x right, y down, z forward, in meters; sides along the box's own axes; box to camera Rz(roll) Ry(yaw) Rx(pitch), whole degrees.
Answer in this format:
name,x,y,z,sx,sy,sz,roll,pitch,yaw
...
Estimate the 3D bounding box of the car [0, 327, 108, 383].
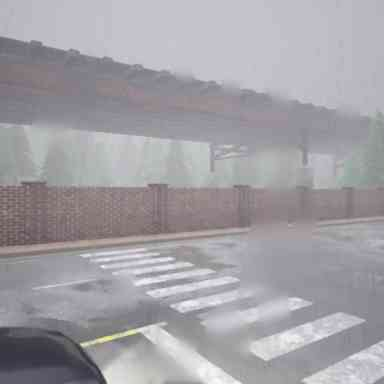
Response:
name,x,y,z,sx,sy,sz,roll,pitch,yaw
car,-2.548,1.564,1.928,4.181,1.385,1.994,0,0,-35
